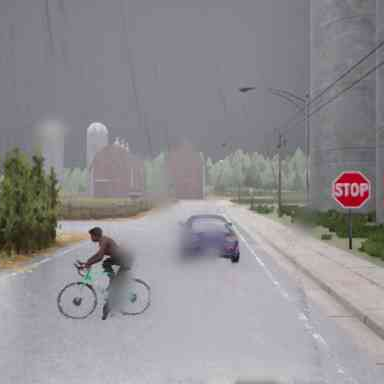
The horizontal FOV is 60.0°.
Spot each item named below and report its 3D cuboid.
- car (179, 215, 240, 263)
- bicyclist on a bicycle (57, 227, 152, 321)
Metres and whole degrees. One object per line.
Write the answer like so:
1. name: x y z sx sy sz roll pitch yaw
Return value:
1. car: 0.519 1.526 11.858 1.812 1.442 4.674 0 0 -2
2. bicyclist on a bicycle: -1.549 1.452 5.948 1.656 1.620 0.582 -1 0 -10
